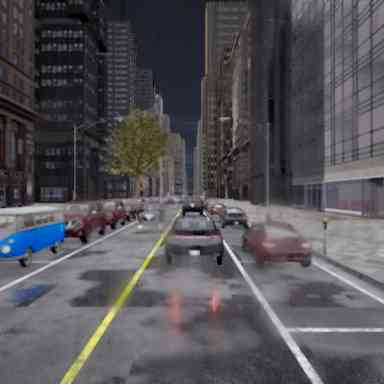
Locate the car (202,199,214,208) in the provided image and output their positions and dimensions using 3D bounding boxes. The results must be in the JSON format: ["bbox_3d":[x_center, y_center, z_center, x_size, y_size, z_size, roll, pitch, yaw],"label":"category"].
[{"bbox_3d":[2.709,1.953,56.818,1.947,1.339,4.313,0,0,0],"label":"car"}]

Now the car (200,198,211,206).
[{"bbox_3d":[2.698,2.019,68.172,2.008,1.369,4.403,0,0,0],"label":"car"}]

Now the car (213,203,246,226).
[{"bbox_3d":[2.741,1.703,22.753,2.008,1.369,4.403,0,0,0],"label":"car"}]

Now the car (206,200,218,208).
[{"bbox_3d":[2.730,1.810,34.108,1.802,1.307,4.206,0,0,0],"label":"car"}]

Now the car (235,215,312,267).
[{"bbox_3d":[2.752,1.658,11.398,1.802,1.307,4.206,0,0,0],"label":"car"}]

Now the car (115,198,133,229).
[{"bbox_3d":[-5.784,1.467,22.740,2.192,1.841,5.009,0,0,0],"label":"car"}]

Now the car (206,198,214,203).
[{"bbox_3d":[2.725,1.794,39.956,1.752,1.417,4.829,0,0,0],"label":"car"}]

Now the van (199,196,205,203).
[{"bbox_3d":[2.676,1.976,90.885,1.690,1.788,3.998,0,0,0],"label":"van"}]

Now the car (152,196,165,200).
[{"bbox_3d":[-5.811,1.662,51.125,2.192,1.841,5.009,0,0,0],"label":"car"}]

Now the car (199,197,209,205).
[{"bbox_3d":[2.692,1.950,73.850,1.967,1.590,4.097,0,0,0],"label":"car"}]

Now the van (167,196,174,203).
[{"bbox_3d":[-5.849,1.976,90.867,1.690,1.788,3.998,0,0,0],"label":"van"}]

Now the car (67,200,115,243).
[{"bbox_3d":[-5.779,1.429,17.063,2.192,1.841,5.009,0,0,0],"label":"car"}]

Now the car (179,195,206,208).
[{"bbox_3d":[0.067,1.458,35.251,2.150,2.045,5.566,0,0,0],"label":"car"}]

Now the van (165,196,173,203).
[{"bbox_3d":[-5.843,1.934,85.190,1.690,1.788,3.998,0,0,0],"label":"van"}]

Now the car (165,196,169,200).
[{"bbox_3d":[-5.822,1.952,62.309,1.752,1.417,4.829,0,0,0],"label":"car"}]

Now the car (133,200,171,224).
[{"bbox_3d":[-3.124,1.671,26.771,2.128,1.511,4.902,0,0,0],"label":"car"}]

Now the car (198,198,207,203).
[{"bbox_3d":[2.682,2.143,85.205,2.008,1.369,4.403,0,0,0],"label":"car"}]

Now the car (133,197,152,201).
[{"bbox_3d":[-5.795,1.544,34.094,2.192,1.841,5.009,0,0,0],"label":"car"}]

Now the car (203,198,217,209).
[{"bbox_3d":[2.714,1.786,51.141,1.967,1.590,4.097,0,0,0],"label":"car"}]

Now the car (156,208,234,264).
[{"bbox_3d":[0.080,1.573,12.148,2.128,1.511,4.902,0,0,0],"label":"car"}]

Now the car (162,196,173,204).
[{"bbox_3d":[-5.838,1.867,79.512,2.192,1.841,5.009,0,0,0],"label":"car"}]

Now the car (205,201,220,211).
[{"bbox_3d":[2.719,1.888,45.463,1.802,1.307,4.206,0,0,0],"label":"car"}]

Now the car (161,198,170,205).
[{"bbox_3d":[-5.832,2.092,73.833,1.802,1.307,4.206,0,0,0],"label":"car"}]

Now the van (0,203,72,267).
[{"bbox_3d":[-5.774,1.418,11.385,1.690,1.788,3.998,0,0,0],"label":"van"}]

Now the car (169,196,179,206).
[{"bbox_3d":[-3.066,1.986,67.682,1.812,1.442,4.674,0,0,0],"label":"car"}]
